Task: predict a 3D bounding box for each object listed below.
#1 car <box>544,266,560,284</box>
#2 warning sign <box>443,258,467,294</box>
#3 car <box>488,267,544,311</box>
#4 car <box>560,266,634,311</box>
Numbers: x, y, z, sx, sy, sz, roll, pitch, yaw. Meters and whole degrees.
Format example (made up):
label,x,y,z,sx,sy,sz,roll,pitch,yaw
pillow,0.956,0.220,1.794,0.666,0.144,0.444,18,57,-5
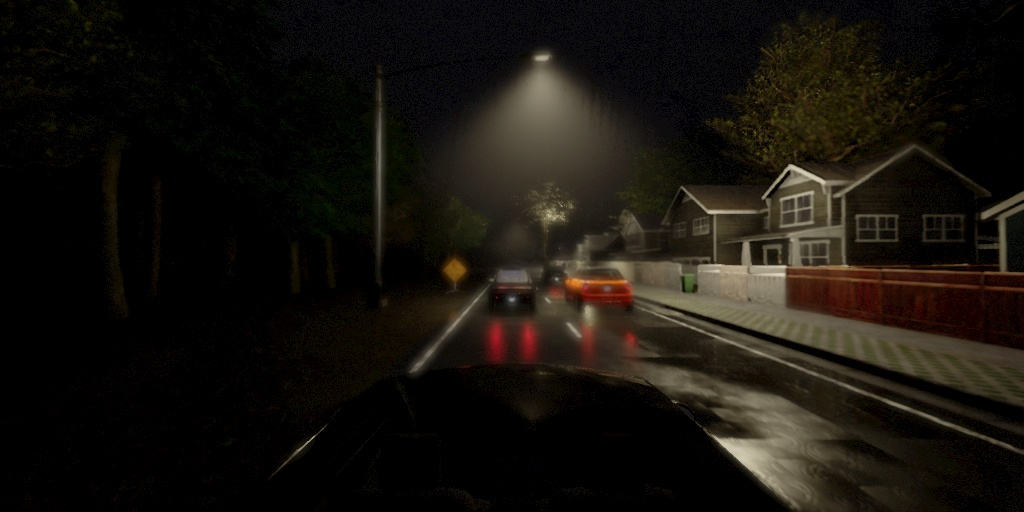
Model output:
label,x,y,z,sx,sy,sz,roll,pitch,yaw
car,3.512,1.549,30.341,1.837,1.490,4.892,0,0,0
warning sign,-3.055,1.047,19.239,1.300,1.860,1.060,0,0,0
car,0.016,1.385,15.348,2.128,1.511,4.902,0,0,0
car,3.517,1.243,15.275,2.097,1.767,4.553,0,-1,0
